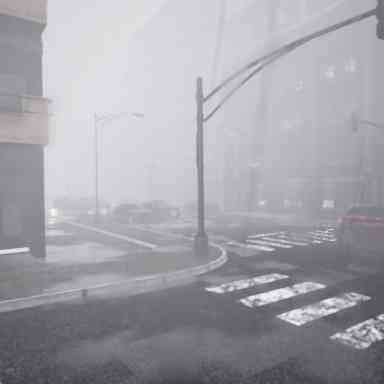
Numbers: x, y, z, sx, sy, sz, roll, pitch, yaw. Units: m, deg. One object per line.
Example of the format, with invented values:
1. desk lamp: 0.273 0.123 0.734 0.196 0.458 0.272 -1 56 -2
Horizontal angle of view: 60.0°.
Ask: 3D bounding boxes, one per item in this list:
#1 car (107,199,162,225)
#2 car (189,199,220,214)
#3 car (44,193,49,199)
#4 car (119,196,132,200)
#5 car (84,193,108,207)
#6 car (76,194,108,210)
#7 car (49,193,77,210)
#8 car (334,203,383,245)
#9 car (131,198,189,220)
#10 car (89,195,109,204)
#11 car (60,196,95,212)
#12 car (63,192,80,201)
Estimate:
1. car: -4.315 1.508 24.287 1.887 1.381 4.507 -1 1 -35
2. car: 0.850 1.357 31.949 1.887 1.381 4.507 -1 1 -35
3. car: -34.961 1.072 83.384 1.752 1.417 4.829 -1 1 -35
4. car: -9.048 1.263 46.033 1.752 1.417 4.829 -1 1 -35
5. car: -14.103 1.109 48.684 2.097 1.767 4.553 -1 1 -34
6. car: -12.162 1.319 40.386 1.882 1.535 5.008 -1 1 -35
7. car: -15.834 1.311 41.115 1.967 1.590 4.097 -1 1 -35
8. car: 8.448 1.337 13.756 4.553 1.767 2.097 0 0 35
9. car: -2.710 1.407 26.737 2.128 1.511 4.902 -1 1 -35
10. car: -15.526 1.214 55.370 1.752 1.417 4.829 -1 1 -35
11. car: -12.594 1.447 36.446 2.008 1.369 4.403 -1 1 -35
12. car: -25.148 0.932 69.235 2.192 1.841 5.009 -1 1 -35
